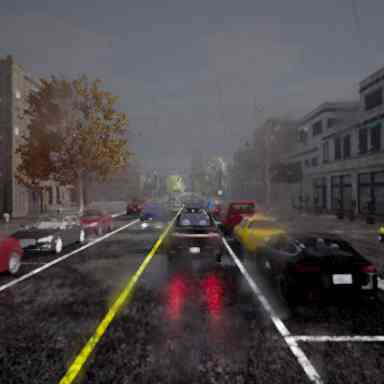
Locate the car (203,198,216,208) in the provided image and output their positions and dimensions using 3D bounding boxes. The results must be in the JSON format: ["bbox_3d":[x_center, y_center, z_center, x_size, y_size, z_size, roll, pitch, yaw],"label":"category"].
[{"bbox_3d":[2.677,1.732,52.571,1.752,1.417,4.829,-1,0,0],"label":"car"}]

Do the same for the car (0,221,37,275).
[{"bbox_3d":[-5.694,1.614,8.011,1.802,1.307,4.206,-1,0,0],"label":"car"}]

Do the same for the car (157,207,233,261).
[{"bbox_3d":[0.088,1.541,12.471,2.128,1.511,4.902,0,0,0],"label":"car"}]

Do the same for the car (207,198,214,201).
[{"bbox_3d":[2.680,1.667,35.926,1.752,1.417,4.829,-1,0,0],"label":"car"}]

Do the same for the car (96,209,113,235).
[{"bbox_3d":[-5.697,1.658,19.108,1.802,1.307,4.206,-1,0,0],"label":"car"}]

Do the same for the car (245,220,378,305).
[{"bbox_3d":[2.686,1.598,8.015,1.947,1.339,4.313,-1,0,0],"label":"car"}]

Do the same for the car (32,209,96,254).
[{"bbox_3d":[-5.696,1.605,13.559,2.008,1.369,4.403,-1,0,0],"label":"car"}]

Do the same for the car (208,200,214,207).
[{"bbox_3d":[2.681,1.702,30.208,1.802,1.307,4.206,-1,0,0],"label":"car"}]

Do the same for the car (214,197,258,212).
[{"bbox_3d":[2.681,1.391,19.113,2.192,1.841,5.009,-1,0,0],"label":"car"}]

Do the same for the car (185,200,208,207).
[{"bbox_3d":[0.092,1.670,30.992,2.033,1.411,5.357,0,0,0],"label":"car"}]

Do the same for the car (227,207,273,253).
[{"bbox_3d":[2.685,1.580,13.732,1.752,1.417,4.829,-1,0,0],"label":"car"}]

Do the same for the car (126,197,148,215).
[{"bbox_3d":[-5.703,1.456,35.753,2.192,1.841,5.009,-1,0,0],"label":"car"}]

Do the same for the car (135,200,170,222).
[{"bbox_3d":[-3.106,1.657,27.745,2.033,1.411,5.357,0,0,0],"label":"car"}]
